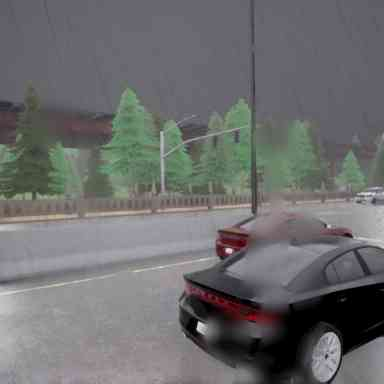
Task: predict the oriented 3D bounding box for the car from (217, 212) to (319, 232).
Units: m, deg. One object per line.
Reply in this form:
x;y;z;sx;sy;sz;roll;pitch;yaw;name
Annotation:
2.999;1.358;10.238;5.008;1.535;1.882;-1;1;-35;car

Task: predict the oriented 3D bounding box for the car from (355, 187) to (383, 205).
22.806;0.457;41.880;5.566;2.045;2.150;-1;1;-36;car

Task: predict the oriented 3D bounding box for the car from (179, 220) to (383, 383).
2.157;1.421;5.351;5.008;1.535;1.882;-1;1;-35;car
